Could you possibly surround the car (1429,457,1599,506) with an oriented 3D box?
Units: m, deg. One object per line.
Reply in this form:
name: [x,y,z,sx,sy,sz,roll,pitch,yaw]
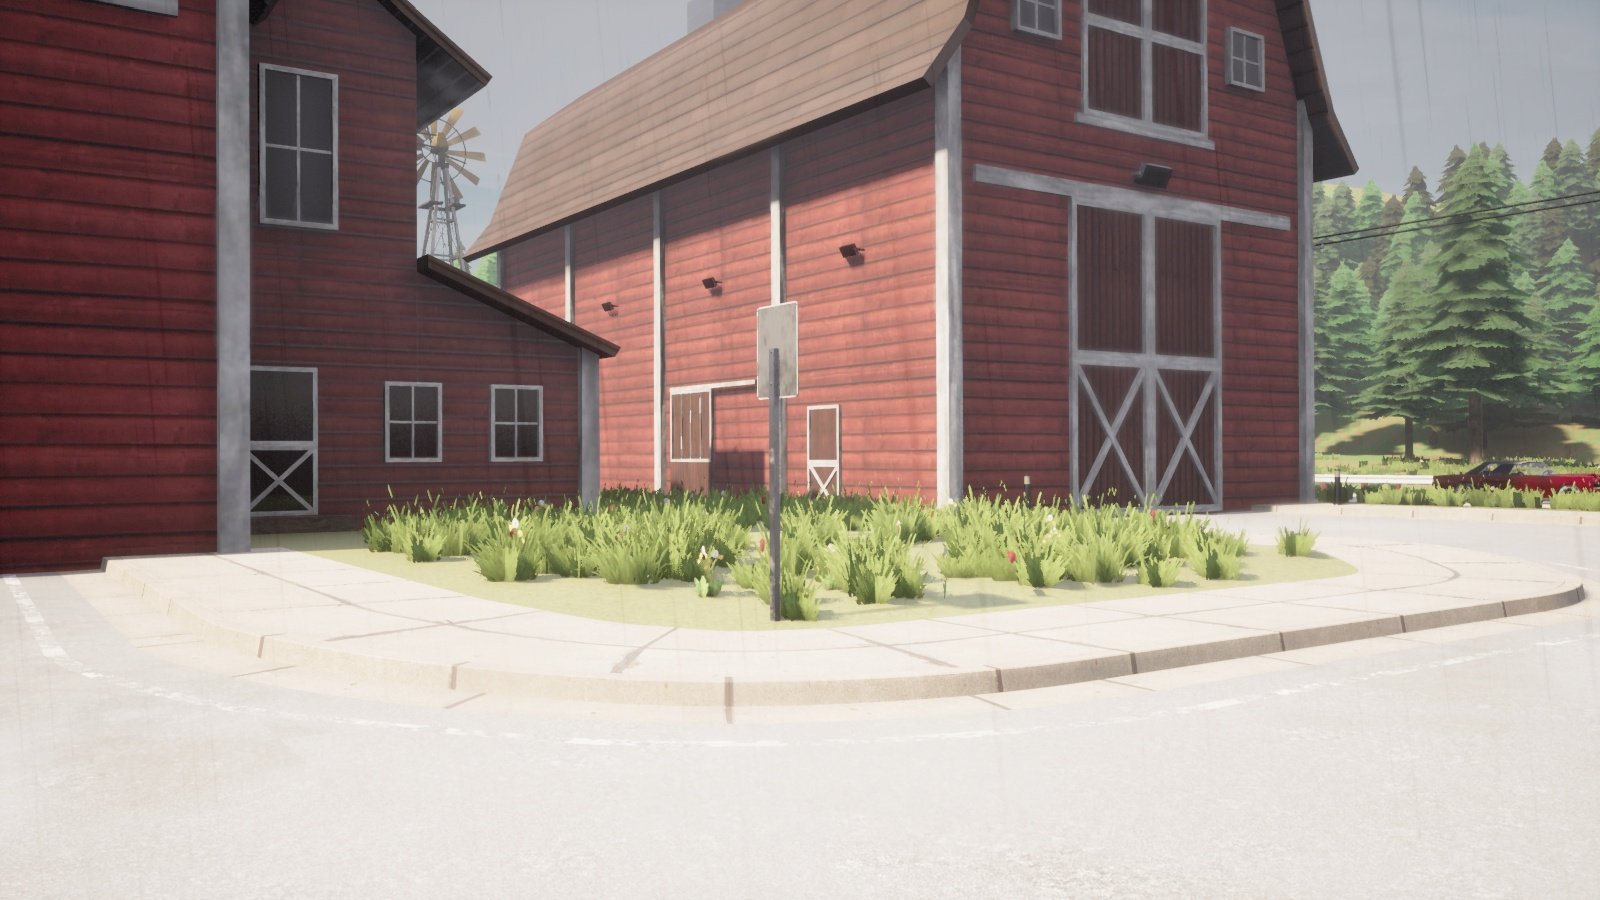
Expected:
car: [20.995,0.865,36.269,1.895,1.301,4.718,0,0,-34]
